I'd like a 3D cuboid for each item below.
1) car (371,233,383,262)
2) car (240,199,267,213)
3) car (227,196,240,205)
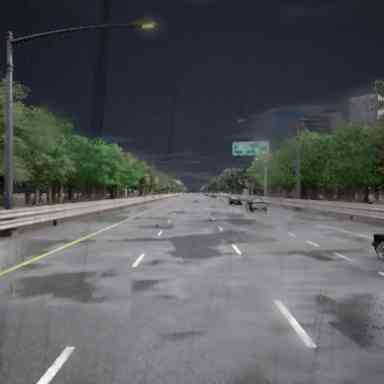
[{"bbox_3d":[6.999,1.604,9.132,1.895,1.301,4.718,0,0,0],"label":"car"},{"bbox_3d":[7.056,1.487,36.969,2.128,1.511,4.902,0,0,0],"label":"car"},{"bbox_3d":[7.139,1.470,56.467,1.882,1.535,5.008,0,0,0],"label":"car"}]
